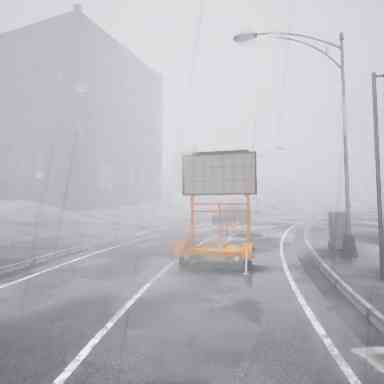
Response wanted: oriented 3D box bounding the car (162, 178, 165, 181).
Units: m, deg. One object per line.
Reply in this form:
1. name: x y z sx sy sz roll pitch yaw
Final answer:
1. car: -7.073 -2.466 62.411 4.553 1.767 2.185 2 -5 -24

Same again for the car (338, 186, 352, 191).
1. car: 37.426 -0.646 84.471 4.892 1.521 2.231 3 -5 -31

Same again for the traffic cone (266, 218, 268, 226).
1. traffic cone: 5.144 2.080 23.036 0.340 0.580 0.340 -2 -1 17

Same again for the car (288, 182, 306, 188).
1. car: 22.946 -1.442 76.254 4.553 1.767 2.185 2 -5 -27

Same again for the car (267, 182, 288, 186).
1. car: 18.034 -1.521 73.726 5.008 1.535 2.097 2 -5 -26

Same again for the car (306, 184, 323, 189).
1. car: 27.977 -1.066 78.972 4.792 1.488 2.163 2 -5 -28

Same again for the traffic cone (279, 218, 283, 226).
1. traffic cone: 6.099 2.049 22.751 0.340 0.580 0.340 -2 -1 17

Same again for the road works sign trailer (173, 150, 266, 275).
1. road works sign trailer: 0.919 0.493 10.697 2.380 3.560 2.880 -1 0 18

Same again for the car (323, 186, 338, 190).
1. car: 32.773 -0.834 81.693 4.674 1.452 2.002 3 -5 -30

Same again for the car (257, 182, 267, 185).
1. car: 13.047 -1.678 71.299 4.674 1.452 2.002 2 -5 -25

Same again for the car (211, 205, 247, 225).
1. car: 3.132 1.768 26.490 1.837 1.490 4.892 -3 -2 28
